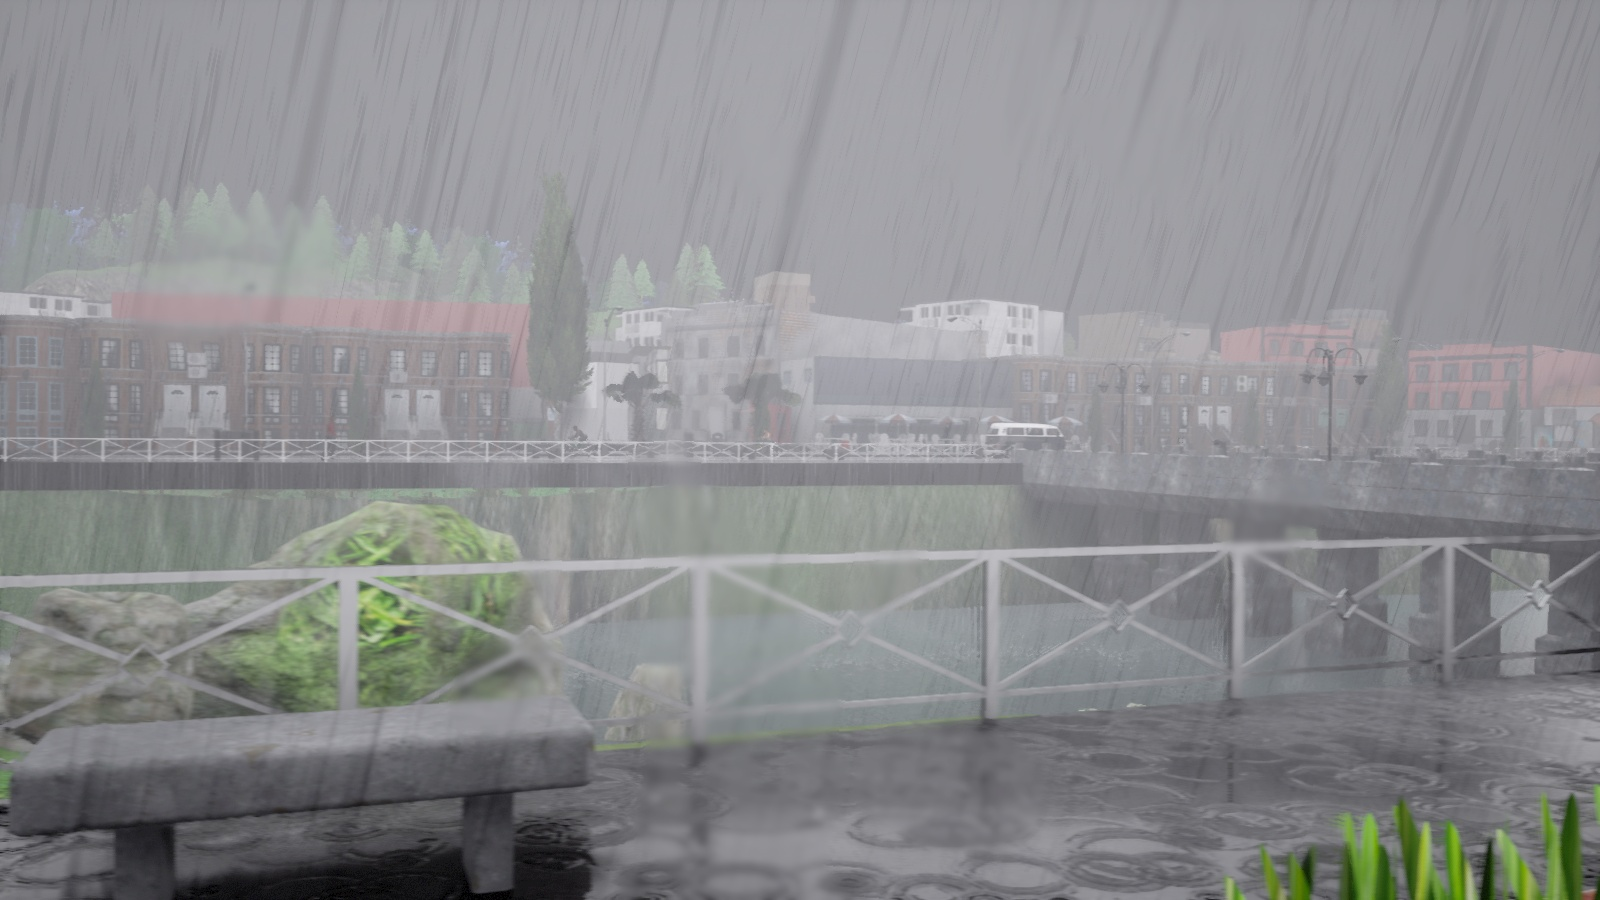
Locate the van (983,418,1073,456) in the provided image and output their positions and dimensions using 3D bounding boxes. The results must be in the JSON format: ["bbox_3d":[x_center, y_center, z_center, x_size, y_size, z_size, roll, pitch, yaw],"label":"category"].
[{"bbox_3d":[12.750,-0.760,70.303,4.480,2.038,2.069,-1,1,-21],"label":"van"}]

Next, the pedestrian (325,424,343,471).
[{"bbox_3d":[-18.487,-0.101,49.828,0.636,1.846,0.331,-1,1,-23],"label":"pedestrian"}]
